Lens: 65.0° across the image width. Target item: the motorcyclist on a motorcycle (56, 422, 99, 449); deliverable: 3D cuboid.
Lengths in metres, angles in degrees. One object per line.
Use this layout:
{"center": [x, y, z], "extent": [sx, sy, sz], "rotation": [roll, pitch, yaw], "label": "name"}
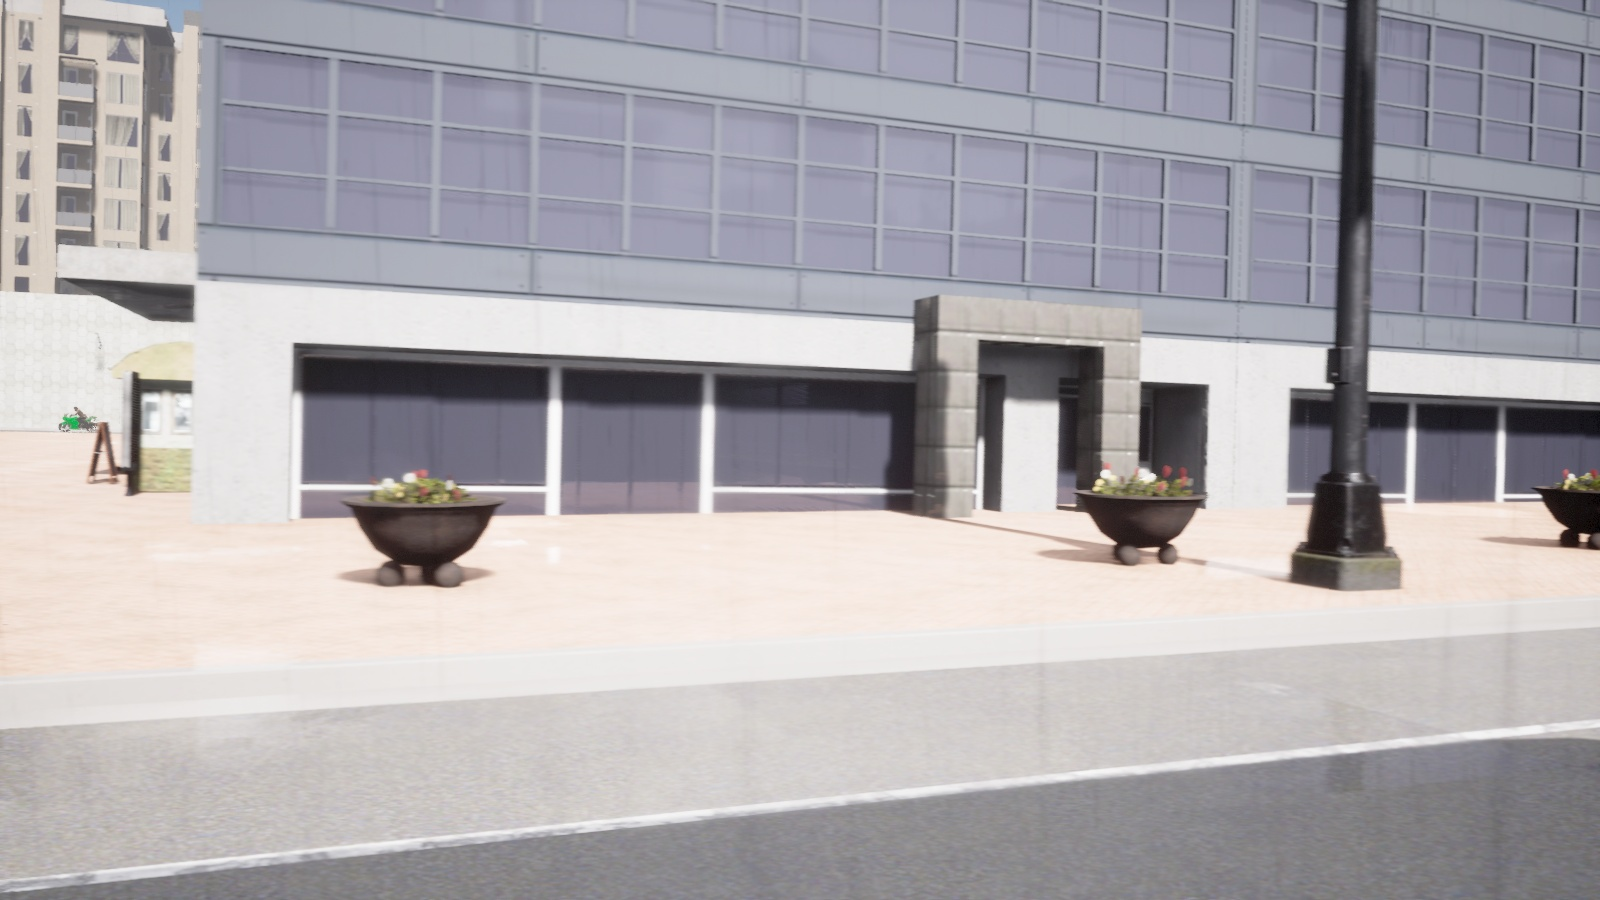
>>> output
{"center": [-41.610, -0.849, 72.321], "extent": [2.044, 1.523, 0.797], "rotation": [0, 1, -19], "label": "motorcyclist on a motorcycle"}
